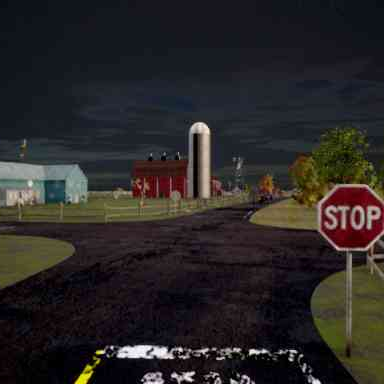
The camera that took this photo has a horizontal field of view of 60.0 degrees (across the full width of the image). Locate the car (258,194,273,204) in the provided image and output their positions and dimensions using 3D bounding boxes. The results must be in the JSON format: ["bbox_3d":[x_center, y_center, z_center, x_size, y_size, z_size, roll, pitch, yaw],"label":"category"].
[{"bbox_3d":[13.698,1.495,63.050,1.837,1.490,4.892,0,0,19],"label":"car"}]

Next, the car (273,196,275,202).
[{"bbox_3d":[17.041,1.208,72.891,2.097,1.767,4.553,0,0,19],"label":"car"}]
